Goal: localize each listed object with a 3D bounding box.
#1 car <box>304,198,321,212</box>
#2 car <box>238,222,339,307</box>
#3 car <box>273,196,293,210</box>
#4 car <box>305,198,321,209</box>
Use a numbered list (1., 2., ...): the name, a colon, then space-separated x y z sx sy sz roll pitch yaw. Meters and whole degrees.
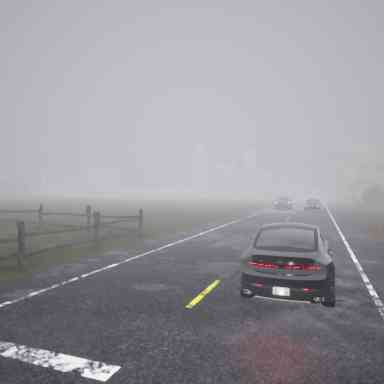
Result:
1. car: 14.213 1.535 39.107 2.033 1.411 5.357 0 0 21
2. car: 2.429 1.501 8.126 1.837 1.490 4.892 0 0 21
3. car: 11.650 1.339 42.308 2.097 1.767 4.553 0 0 21
4. car: 16.982 1.550 46.494 1.994 1.385 4.181 0 0 21
